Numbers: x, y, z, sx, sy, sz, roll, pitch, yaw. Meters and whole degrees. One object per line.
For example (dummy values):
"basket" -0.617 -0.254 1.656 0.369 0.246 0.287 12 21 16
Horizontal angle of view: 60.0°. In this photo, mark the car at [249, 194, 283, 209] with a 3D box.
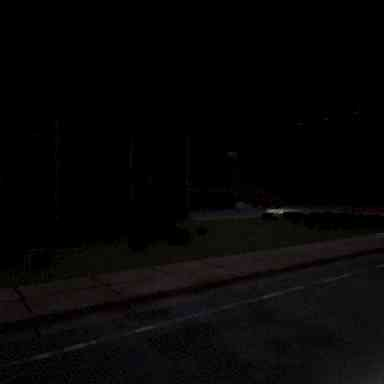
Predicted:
"car" 10.474 1.239 46.478 2.150 2.045 5.566 0 0 -16

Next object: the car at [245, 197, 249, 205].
"car" 10.952 1.575 59.832 1.837 1.490 4.892 0 0 -9
